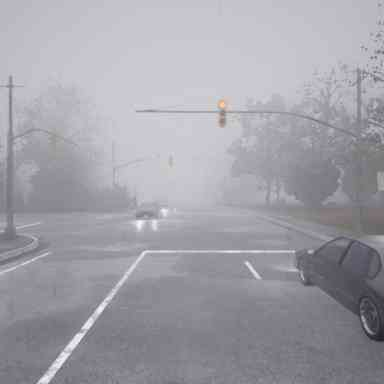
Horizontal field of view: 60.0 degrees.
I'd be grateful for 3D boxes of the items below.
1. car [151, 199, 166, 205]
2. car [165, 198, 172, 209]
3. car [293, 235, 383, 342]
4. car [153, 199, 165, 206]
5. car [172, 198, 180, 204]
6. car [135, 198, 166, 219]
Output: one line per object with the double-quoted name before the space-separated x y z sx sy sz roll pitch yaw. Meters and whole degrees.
"car" -8.301 2.402 83.029 2.033 1.411 5.357 0 -1 -25
"car" -4.314 1.606 46.744 2.128 1.511 4.902 0 -1 -4
"car" 3.593 1.547 6.415 2.033 1.411 5.357 0 0 0
"car" -6.240 2.025 62.967 1.895 1.301 4.718 0 -1 -10
"car" -4.521 2.186 82.972 2.097 1.767 4.553 0 -1 -22
"car" -3.680 1.547 28.975 2.033 1.411 5.357 0 0 -1
